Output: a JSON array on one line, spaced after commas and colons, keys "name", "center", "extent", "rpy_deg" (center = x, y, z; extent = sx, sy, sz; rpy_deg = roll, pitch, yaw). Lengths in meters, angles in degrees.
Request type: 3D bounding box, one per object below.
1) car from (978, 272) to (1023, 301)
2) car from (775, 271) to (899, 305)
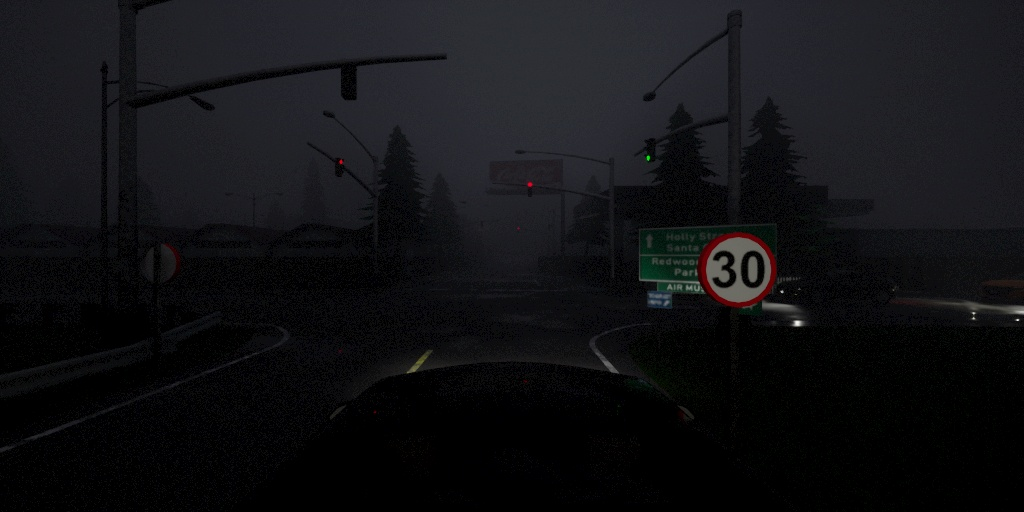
[{"name": "car", "center": [25.131, 1.419, 16.803], "extent": [5.008, 1.535, 1.882], "rpy_deg": [0, 0, 1]}, {"name": "car", "center": [15.195, 1.446, 16.931], "extent": [4.892, 1.490, 1.837], "rpy_deg": [0, 0, 1]}]
